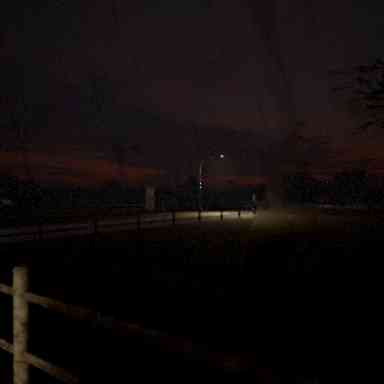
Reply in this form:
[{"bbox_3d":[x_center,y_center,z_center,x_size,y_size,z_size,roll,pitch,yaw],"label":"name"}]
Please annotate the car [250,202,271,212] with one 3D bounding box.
[{"bbox_3d":[10.755,2.287,52.320,2.128,1.511,4.902,1,0,36],"label":"car"}]
